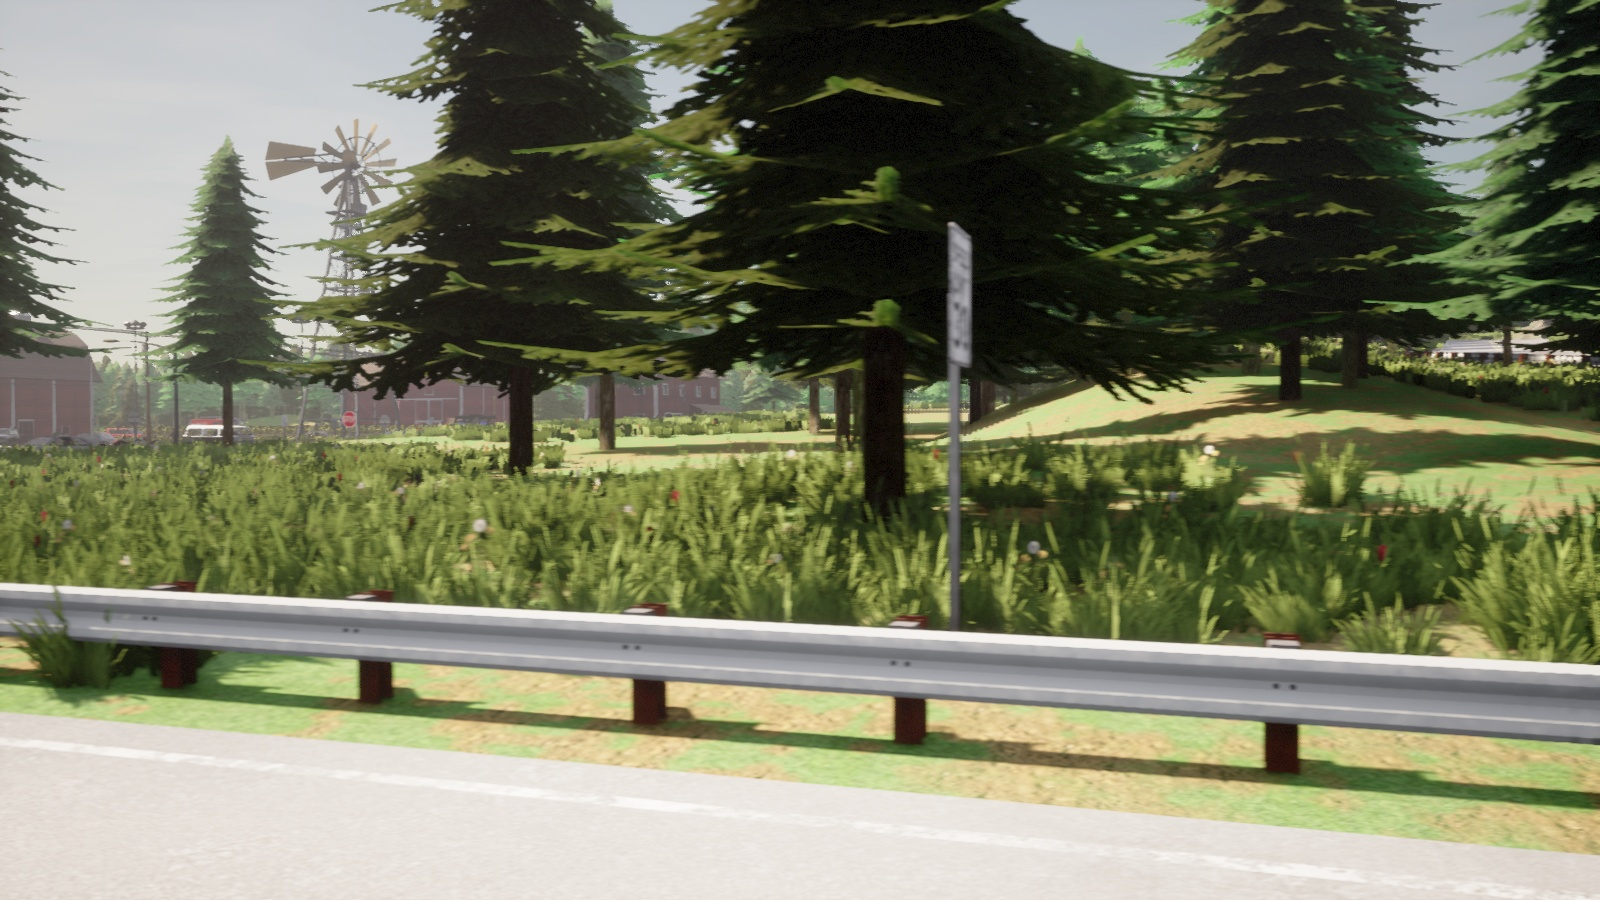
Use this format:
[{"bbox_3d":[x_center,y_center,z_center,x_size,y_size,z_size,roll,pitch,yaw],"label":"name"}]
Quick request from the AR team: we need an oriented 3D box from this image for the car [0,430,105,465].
[{"bbox_3d":[-32.739,-0.135,54.681,1.816,1.474,4.193,1,1,18],"label":"car"}]

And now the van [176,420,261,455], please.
[{"bbox_3d":[-35.165,-0.777,75.959,4.480,2.038,2.069,1,1,19],"label":"van"}]
